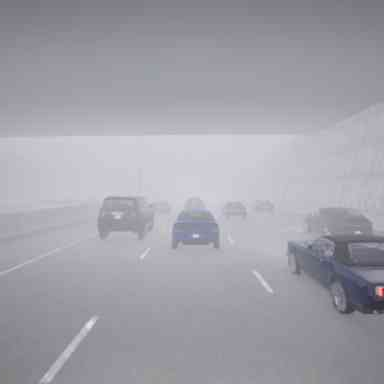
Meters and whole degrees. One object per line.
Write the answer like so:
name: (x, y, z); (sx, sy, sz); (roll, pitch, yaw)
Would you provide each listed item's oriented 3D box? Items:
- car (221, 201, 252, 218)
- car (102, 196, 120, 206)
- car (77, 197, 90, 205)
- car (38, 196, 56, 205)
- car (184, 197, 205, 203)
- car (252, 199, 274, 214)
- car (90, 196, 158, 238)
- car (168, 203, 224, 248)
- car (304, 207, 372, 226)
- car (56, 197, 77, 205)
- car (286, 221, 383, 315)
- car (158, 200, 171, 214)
car: (3.725, 1.541, 29.838); (2.033, 1.411, 5.357); (0, 0, 0)
car: (-13.774, 1.490, 56.897); (1.812, 1.442, 4.674); (0, 0, 1)
car: (-17.267, 1.508, 56.608); (2.033, 1.411, 5.357); (0, 0, 1)
car: (-24.268, 1.479, 56.447); (1.812, 1.442, 4.674); (0, 0, 1)
car: (0.252, 1.340, 35.015); (2.097, 1.767, 4.553); (0, 0, 0)
car: (7.252, 1.487, 34.942); (2.128, 1.511, 4.902); (0, 0, 0)
car: (-3.333, 1.211, 17.621); (2.150, 2.045, 5.566); (0, 0, 0)
car: (0.153, 1.472, 14.801); (1.882, 1.535, 5.008); (0, 0, 0)
car: (7.163, 1.506, 16.815); (1.837, 1.490, 4.892); (0, 0, 0)
car: (-20.766, 1.558, 56.479); (1.895, 1.301, 4.718); (0, 0, 1)
car: (3.617, 1.602, 7.506); (1.895, 1.301, 4.718); (0, 0, 0)
car: (-3.245, 1.548, 35.532); (1.994, 1.385, 4.181); (0, 0, 0)
